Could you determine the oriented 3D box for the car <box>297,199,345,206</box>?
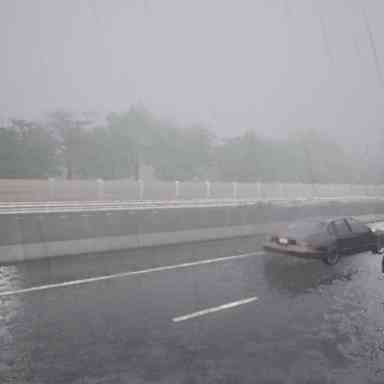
[{"bbox_3d":[11.949,1.411,29.710,4.892,1.490,1.837,0,0,-35],"label":"car"}]

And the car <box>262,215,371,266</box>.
[{"bbox_3d":[4.805,1.511,11.475,5.357,1.411,2.033,0,0,-35],"label":"car"}]

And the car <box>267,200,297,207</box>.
[{"bbox_3d":[9.777,1.471,32.459,4.181,1.385,1.994,0,0,-35],"label":"car"}]

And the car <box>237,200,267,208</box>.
[{"bbox_3d":[6.913,1.511,34.717,4.718,1.301,1.895,0,0,-35],"label":"car"}]

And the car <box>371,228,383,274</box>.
[{"bbox_3d":[6.721,1.528,8.542,4.181,1.385,1.994,0,0,-36],"label":"car"}]
